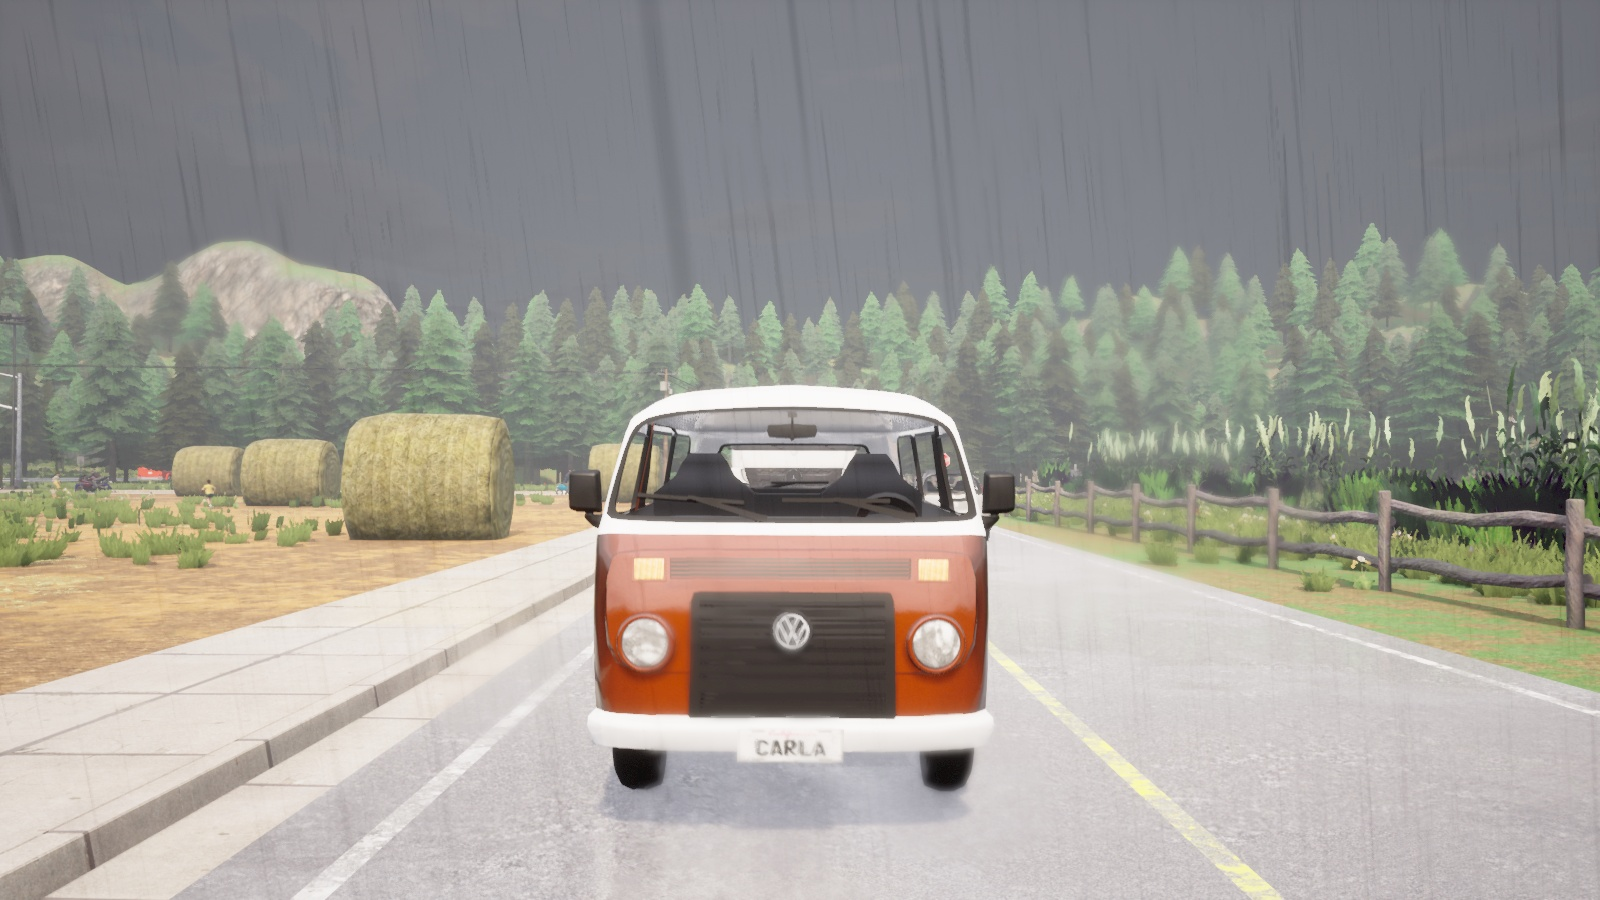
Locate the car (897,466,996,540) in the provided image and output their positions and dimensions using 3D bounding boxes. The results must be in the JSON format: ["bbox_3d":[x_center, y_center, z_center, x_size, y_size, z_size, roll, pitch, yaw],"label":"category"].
[{"bbox_3d":[3.364,1.194,29.556,1.851,1.617,3.988,0,-1,0],"label":"car"}]

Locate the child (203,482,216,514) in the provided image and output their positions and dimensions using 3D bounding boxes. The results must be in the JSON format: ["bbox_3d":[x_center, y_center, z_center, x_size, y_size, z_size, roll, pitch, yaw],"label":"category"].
[{"bbox_3d":[-20.466,1.666,43.549,0.394,1.110,0.255,-1,-1,40],"label":"child"}]

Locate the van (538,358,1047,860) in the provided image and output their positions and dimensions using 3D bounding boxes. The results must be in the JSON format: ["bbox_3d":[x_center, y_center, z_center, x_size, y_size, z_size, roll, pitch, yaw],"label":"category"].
[{"bbox_3d":[-0.037,0.656,7.369,2.069,2.038,4.480,0,0,0],"label":"van"}]

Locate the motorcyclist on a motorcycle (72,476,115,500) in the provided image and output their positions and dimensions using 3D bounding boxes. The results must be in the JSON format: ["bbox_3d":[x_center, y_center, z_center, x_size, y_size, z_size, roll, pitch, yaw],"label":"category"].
[{"bbox_3d":[-44.225,2.378,78.594,2.191,1.530,0.866,0,-1,-3],"label":"motorcyclist on a motorcycle"}]
